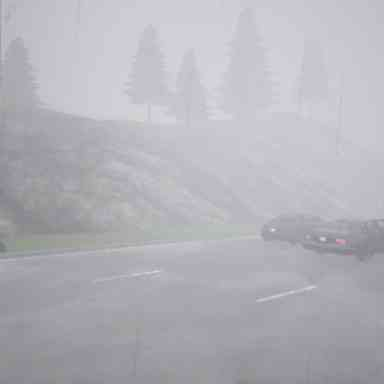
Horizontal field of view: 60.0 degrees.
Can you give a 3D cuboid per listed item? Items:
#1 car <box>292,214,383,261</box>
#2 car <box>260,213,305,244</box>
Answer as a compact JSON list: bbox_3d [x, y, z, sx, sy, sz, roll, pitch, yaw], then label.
[{"bbox_3d":[6.522,1.684,12.806,5.357,1.411,2.033,1,0,-35],"label":"car"},{"bbox_3d":[5.319,1.712,16.234,4.181,1.385,1.994,1,0,-35],"label":"car"}]
